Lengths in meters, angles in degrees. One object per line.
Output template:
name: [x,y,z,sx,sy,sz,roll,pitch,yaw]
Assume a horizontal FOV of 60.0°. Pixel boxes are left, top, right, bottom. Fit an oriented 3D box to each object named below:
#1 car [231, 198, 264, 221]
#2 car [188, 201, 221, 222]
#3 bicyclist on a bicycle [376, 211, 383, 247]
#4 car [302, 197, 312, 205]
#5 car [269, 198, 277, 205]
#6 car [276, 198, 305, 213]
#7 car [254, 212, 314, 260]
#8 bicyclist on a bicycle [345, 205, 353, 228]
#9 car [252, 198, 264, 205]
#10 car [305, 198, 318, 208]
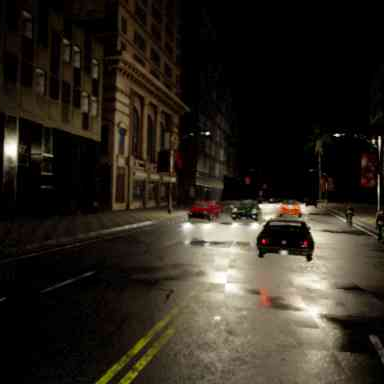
car: [4.721,1.487,28.286,2.097,1.767,4.553,1,0,17]
car: [1.118,1.532,27.622,1.882,1.535,5.008,1,0,17]
bicyclist on a bicycle: [8.376,1.668,14.579,0.582,1.620,1.656,1,0,17]
car: [25.457,1.984,73.716,1.882,1.535,5.008,1,0,17]
car: [16.788,1.864,67.566,1.994,1.385,4.181,1,0,17]
car: [10.026,1.600,33.872,2.097,1.767,4.553,1,0,17]
car: [3.677,1.707,13.046,1.895,1.301,4.718,1,0,17]
bicyclist on a bicycle: [11.062,1.731,23.398,0.582,1.620,1.656,1,0,17]
car: [13.549,1.836,68.086,1.895,1.301,4.718,1,0,17]
car: [20.726,1.933,57.867,1.837,1.490,4.892,1,0,17]
